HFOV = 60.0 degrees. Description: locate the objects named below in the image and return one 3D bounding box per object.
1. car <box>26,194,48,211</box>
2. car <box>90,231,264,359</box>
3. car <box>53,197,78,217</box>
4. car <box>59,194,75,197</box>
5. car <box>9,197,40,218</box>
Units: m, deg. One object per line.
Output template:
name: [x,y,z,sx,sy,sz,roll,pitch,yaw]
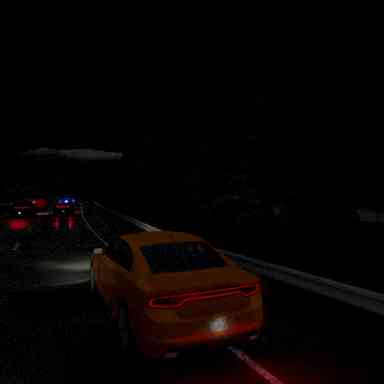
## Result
car: [-18.692,1.221,39.987,2.150,2.045,5.566,0,0,-19]
car: [-0.709,1.478,6.309,1.882,1.535,5.008,0,0,-25]
car: [-12.074,1.492,31.505,2.128,1.511,4.902,0,0,-19]
car: [-15.531,1.221,41.393,2.150,2.045,5.566,0,0,-19]
car: [-15.245,1.505,30.105,1.837,1.490,4.892,0,0,-20]
